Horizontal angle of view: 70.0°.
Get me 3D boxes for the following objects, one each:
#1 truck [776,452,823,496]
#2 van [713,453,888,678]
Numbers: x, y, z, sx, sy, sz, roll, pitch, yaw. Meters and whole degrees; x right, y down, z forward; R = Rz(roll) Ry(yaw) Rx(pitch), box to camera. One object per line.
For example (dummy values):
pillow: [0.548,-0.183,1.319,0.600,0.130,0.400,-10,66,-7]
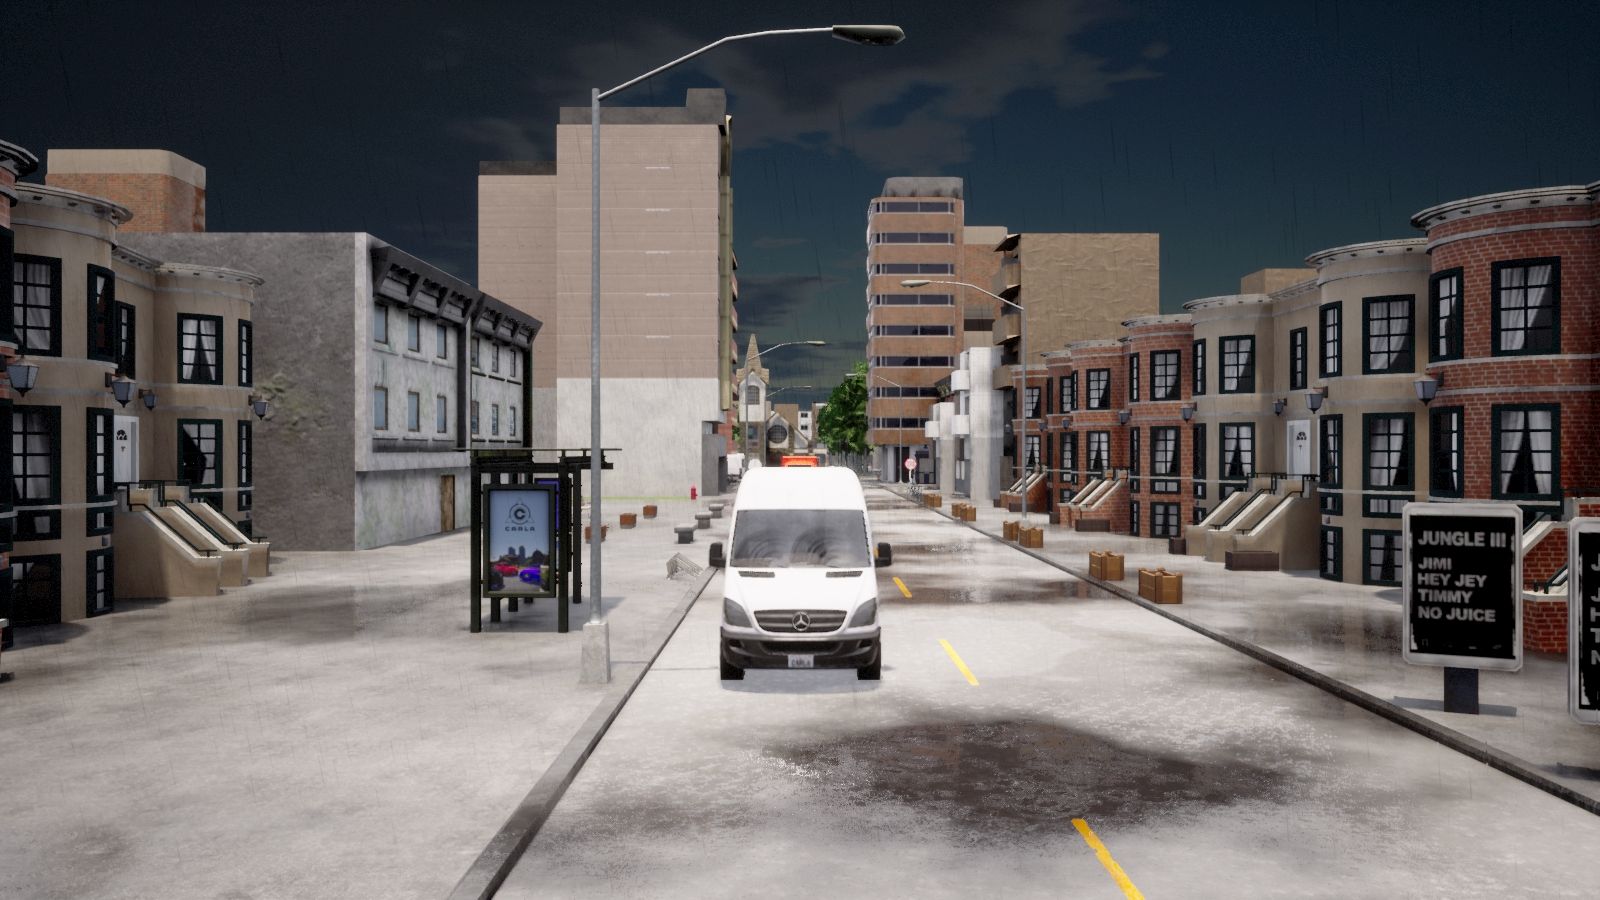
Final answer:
truck: [-0.036,1.373,66.950,2.627,2.467,5.204,0,0,0]
van: [0.008,1.322,15.930,1.988,2.561,5.915,0,0,0]
